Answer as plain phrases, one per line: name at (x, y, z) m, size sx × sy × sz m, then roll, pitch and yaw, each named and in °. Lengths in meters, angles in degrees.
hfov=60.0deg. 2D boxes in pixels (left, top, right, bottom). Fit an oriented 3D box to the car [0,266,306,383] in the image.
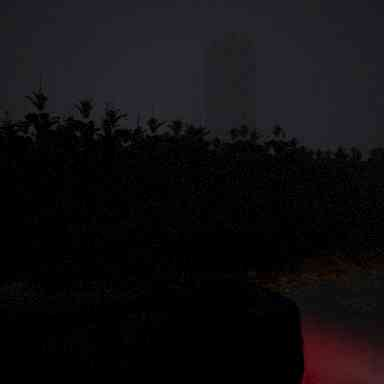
car at (-1.207, 1.474, 2.639) m, size 5.008 × 1.535 × 1.882 m, roll 0°, pitch 0°, yaw -35°
